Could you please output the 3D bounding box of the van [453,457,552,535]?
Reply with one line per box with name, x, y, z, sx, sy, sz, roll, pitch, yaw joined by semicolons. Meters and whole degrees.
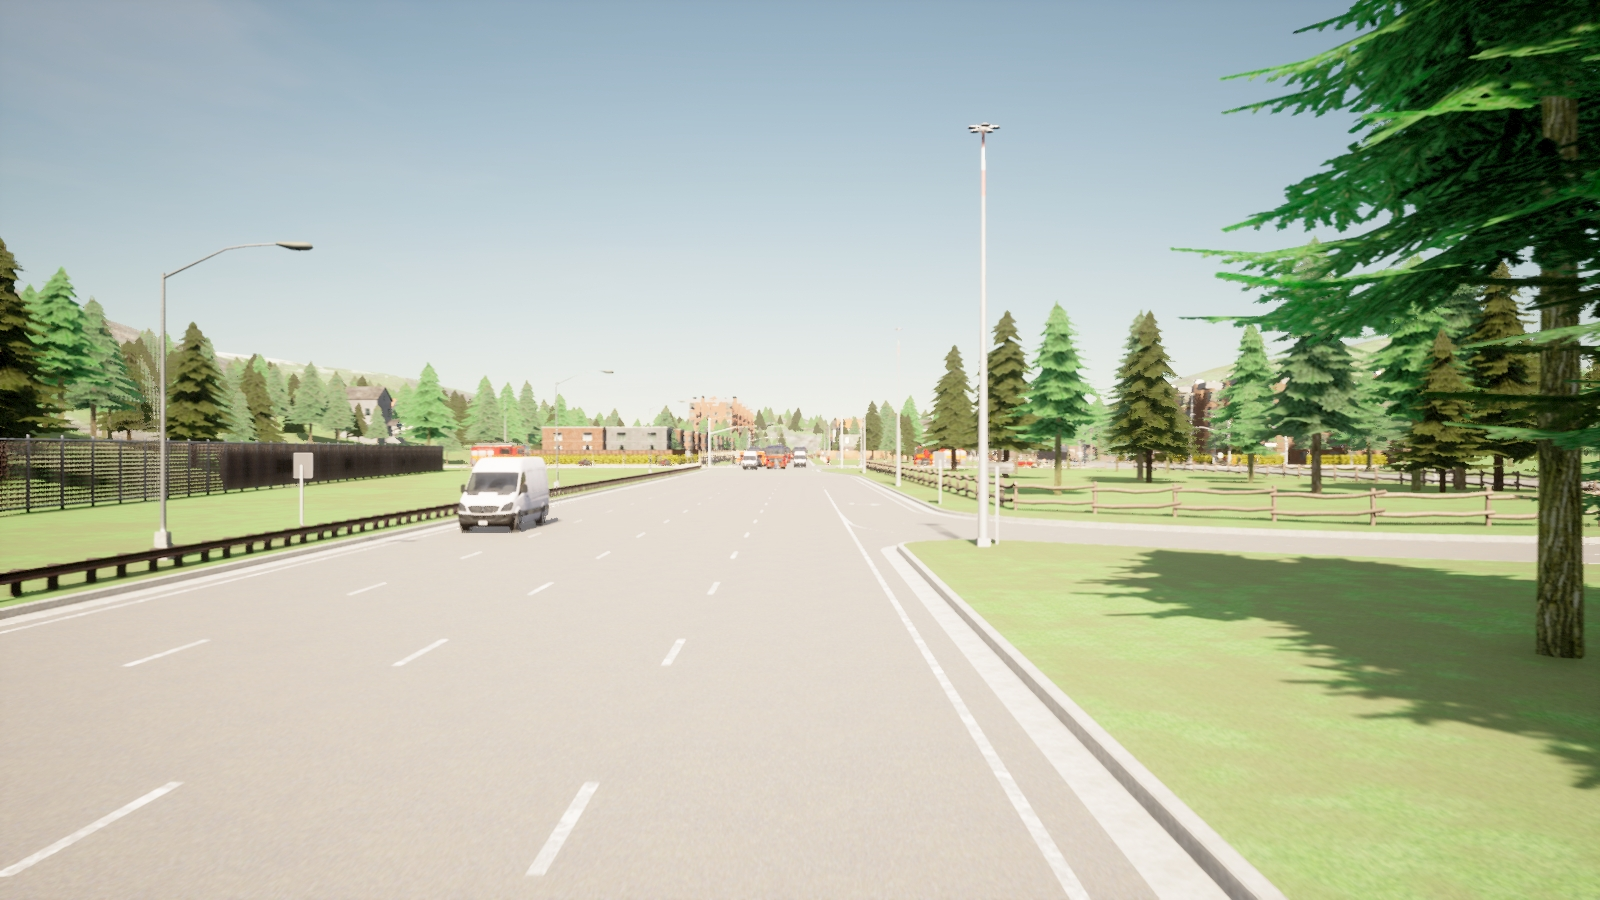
van;-10.497;1.538;40.743;1.988;2.561;5.915;0;0;0
